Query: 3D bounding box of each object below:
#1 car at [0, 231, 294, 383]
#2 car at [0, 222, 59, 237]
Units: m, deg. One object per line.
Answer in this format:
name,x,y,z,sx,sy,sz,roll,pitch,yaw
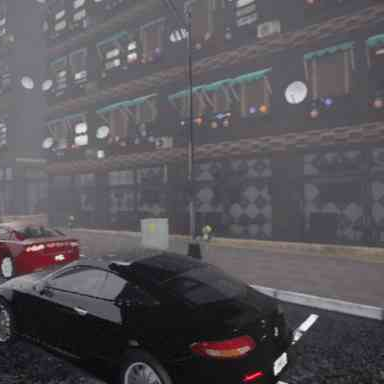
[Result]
car,-0.992,1.531,4.670,4.674,1.442,1.812,0,0,36
car,-5.214,1.550,9.854,4.507,1.381,1.887,0,-1,36
